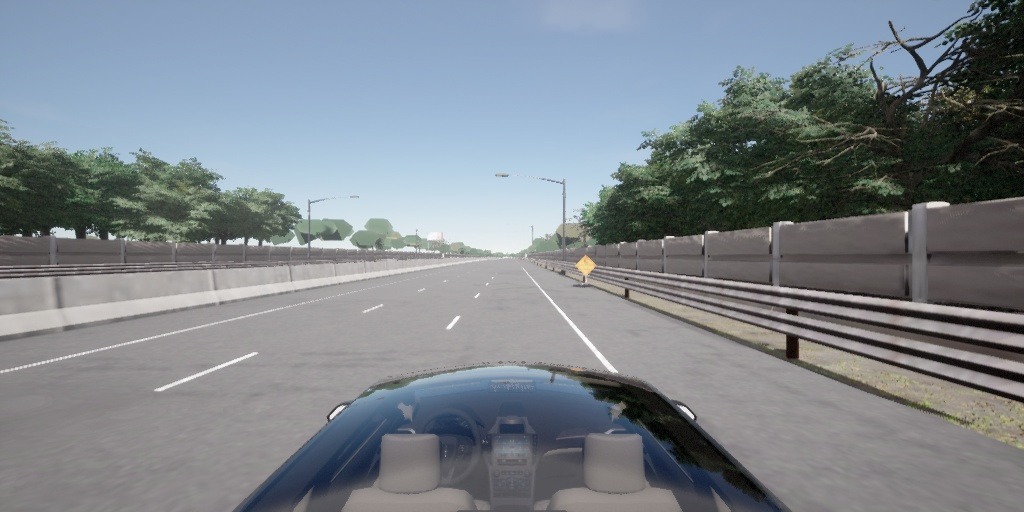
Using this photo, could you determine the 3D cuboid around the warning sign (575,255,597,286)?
[{"bbox_3d":[4.550,0.860,22.022,1.300,1.860,1.060,0,0,0],"label":"warning sign"}]
